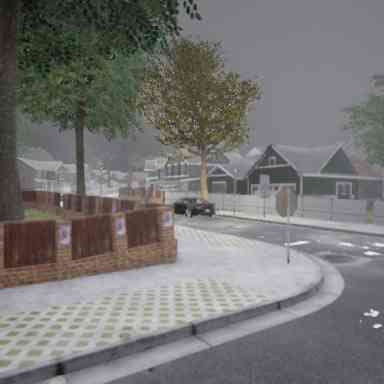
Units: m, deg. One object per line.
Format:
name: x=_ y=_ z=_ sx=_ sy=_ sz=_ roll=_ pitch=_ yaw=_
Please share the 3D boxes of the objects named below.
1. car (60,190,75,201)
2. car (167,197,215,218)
car: x=-17.788 y=0.492 z=47.178 sx=1.812 sy=1.442 sz=4.674 roll=0 pitch=1 yaw=-31
car: x=-0.191 y=1.111 z=25.325 sx=1.882 sy=1.535 sz=5.008 roll=1 pitch=0 yaw=-31
